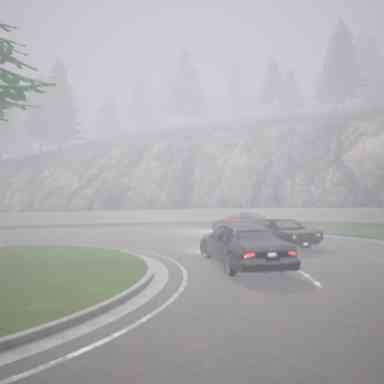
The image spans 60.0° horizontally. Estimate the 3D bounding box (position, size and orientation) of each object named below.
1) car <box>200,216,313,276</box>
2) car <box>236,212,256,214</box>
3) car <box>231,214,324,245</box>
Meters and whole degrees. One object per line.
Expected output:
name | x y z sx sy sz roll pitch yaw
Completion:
car | 1.668 1.793 11.351 2.033 1.411 5.357 -1 -1 -11
car | 3.266 2.019 21.538 1.994 1.385 4.181 1 -2 -43
car | 3.723 1.912 15.694 1.895 1.301 4.718 0 -2 -25
